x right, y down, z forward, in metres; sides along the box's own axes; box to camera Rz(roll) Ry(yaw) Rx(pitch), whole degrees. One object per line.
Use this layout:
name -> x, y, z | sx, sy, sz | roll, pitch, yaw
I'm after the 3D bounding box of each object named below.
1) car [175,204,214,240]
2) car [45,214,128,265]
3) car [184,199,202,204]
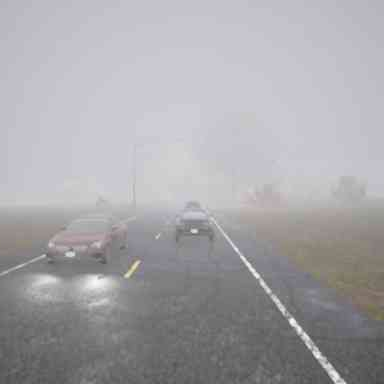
car -> 0.104, 1.556, 16.955 | 1.812, 1.442, 4.674 | 0, 0, 0
car -> -3.497, 1.547, 11.892 | 1.812, 1.442, 4.674 | 0, 0, 0
car -> 0.108, 1.578, 39.625 | 1.837, 1.490, 4.892 | 0, 0, 0
